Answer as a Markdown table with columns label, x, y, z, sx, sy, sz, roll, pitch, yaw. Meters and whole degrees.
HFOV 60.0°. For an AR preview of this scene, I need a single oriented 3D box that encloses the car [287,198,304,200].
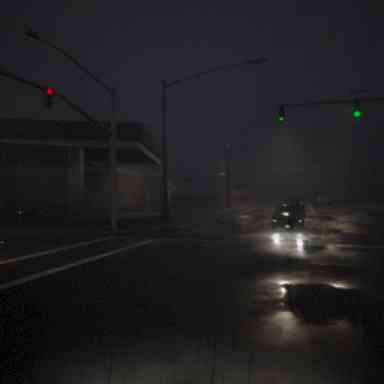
| label | x | y | z | sx | sy | sz | roll | pitch | yaw |
| --- | --- | --- | --- | --- | --- | --- | --- | --- | --- |
| car | 8.922 | 1.471 | 29.530 | 1.994 | 1.385 | 4.181 | -1 | 0 | 18 |

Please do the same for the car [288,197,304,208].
| label | x | y | z | sx | sy | sz | roll | pitch | yaw |
| --- | --- | --- | --- | --- | --- | --- | --- | --- | --- |
| car | 14.758 | 1.407 | 47.206 | 1.994 | 1.385 | 4.181 | -1 | 0 | 18 |

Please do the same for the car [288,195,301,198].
| label | x | y | z | sx | sy | sz | roll | pitch | yaw |
| --- | --- | --- | --- | --- | --- | --- | --- | --- | --- |
| car | 11.604 | 1.230 | 37.697 | 2.097 | 1.767 | 4.553 | -1 | 0 | 18 |

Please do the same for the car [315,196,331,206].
| label | x | y | z | sx | sy | sz | roll | pitch | yaw |
| --- | --- | --- | --- | --- | --- | --- | --- | --- | --- |
| car | 18.986 | 1.311 | 48.342 | 1.812 | 1.442 | 4.674 | -1 | 0 | 18 |

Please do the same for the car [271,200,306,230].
| label | x | y | z | sx | sy | sz | roll | pitch | yaw |
| --- | --- | --- | --- | --- | --- | --- | --- | --- | --- |
| car | 6.038 | 1.485 | 20.751 | 2.033 | 1.411 | 5.357 | -1 | 0 | 18 |

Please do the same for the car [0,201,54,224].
| label | x | y | z | sx | sy | sz | roll | pitch | yaw |
| --- | --- | --- | --- | --- | --- | --- | --- | --- | --- |
| car | -13.553 | 1.515 | 25.747 | 4.611 | 1.667 | 2.242 | -1 | 0 | 19 |

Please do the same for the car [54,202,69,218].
| label | x | y | z | sx | sy | sz | roll | pitch | yaw |
| --- | --- | --- | --- | --- | --- | --- | --- | --- | --- |
| car | -12.391 | 1.666 | 31.425 | 3.806 | 1.475 | 1.970 | -1 | 0 | 19 |
